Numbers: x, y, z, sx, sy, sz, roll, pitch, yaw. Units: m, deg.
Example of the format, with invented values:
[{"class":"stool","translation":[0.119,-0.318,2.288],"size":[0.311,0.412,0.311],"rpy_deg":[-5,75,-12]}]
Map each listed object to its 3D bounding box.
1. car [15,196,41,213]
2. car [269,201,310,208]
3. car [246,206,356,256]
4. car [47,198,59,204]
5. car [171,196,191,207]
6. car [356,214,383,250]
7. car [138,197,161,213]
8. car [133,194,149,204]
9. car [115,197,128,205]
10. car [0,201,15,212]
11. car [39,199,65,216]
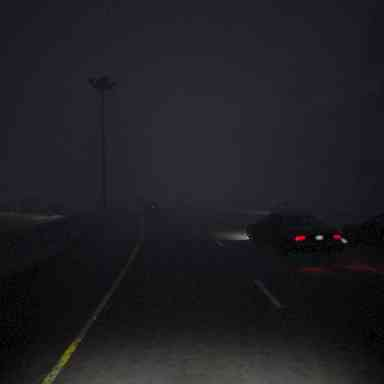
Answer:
[{"class":"car","translation":[-20.390,1.571,42.331],"size":[2.150,2.045,5.566],"rpy_deg":[-1,0,-16]},{"class":"car","translation":[8.587,1.462,29.900],"size":[1.895,1.301,4.718],"rpy_deg":[-1,0,-12]},{"class":"car","translation":[3.656,1.488,12.870],"size":[2.033,1.411,5.357],"rpy_deg":[-1,0,-7]},{"class":"car","translation":[-31.397,2.076,75.152],"size":[1.895,1.301,4.718],"rpy_deg":[-1,0,-32]},{"class":"car","translation":[-1.825,1.395,53.771],"size":[2.097,1.767,4.553],"rpy_deg":[-1,0,-20]},{"class":"car","translation":[7.276,1.427,11.400],"size":[2.033,1.411,5.357],"rpy_deg":[-1,0,-6]},{"class":"car","translation":[-4.886,1.655,39.483],"size":[1.994,1.385,4.181],"rpy_deg":[-1,0,-15]},{"class":"car","translation":[-9.901,1.401,65.080],"size":[2.150,2.045,5.566],"rpy_deg":[0,-1,-26]},{"class":"car","translation":[-13.609,1.749,64.177],"size":[1.837,1.490,4.892],"rpy_deg":[0,0,-25]},{"class":"car","translation":[-24.899,1.956,44.738],"size":[1.812,1.442,4.674],"rpy_deg":[-1,0,-18]},{"class":"car","translation":[-15.199,1.791,36.692],"size":[1.812,1.442,4.674],"rpy_deg":[-1,0,-14]}]
